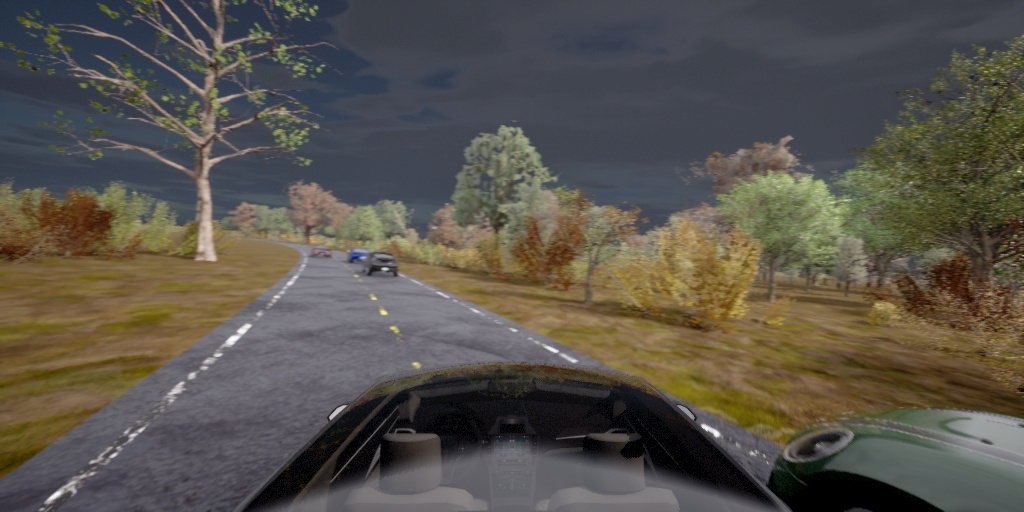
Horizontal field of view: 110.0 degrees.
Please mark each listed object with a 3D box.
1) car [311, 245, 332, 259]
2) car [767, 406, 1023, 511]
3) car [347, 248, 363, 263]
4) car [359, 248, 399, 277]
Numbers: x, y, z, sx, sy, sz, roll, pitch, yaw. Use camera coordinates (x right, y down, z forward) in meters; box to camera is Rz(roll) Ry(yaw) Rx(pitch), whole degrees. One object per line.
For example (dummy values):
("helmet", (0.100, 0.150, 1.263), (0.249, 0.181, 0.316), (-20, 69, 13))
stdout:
("car", (-21.410, -0.487, 40.269), (1.994, 1.385, 4.181), (4, 0, -30))
("car", (3.509, 1.377, 1.004), (2.097, 1.767, 4.553), (4, 0, -25))
("car", (-15.360, -0.088, 35.989), (1.882, 1.535, 5.008), (4, 0, -29))
("car", (-8.801, 0.489, 23.921), (1.837, 1.490, 4.892), (4, 0, -28))
